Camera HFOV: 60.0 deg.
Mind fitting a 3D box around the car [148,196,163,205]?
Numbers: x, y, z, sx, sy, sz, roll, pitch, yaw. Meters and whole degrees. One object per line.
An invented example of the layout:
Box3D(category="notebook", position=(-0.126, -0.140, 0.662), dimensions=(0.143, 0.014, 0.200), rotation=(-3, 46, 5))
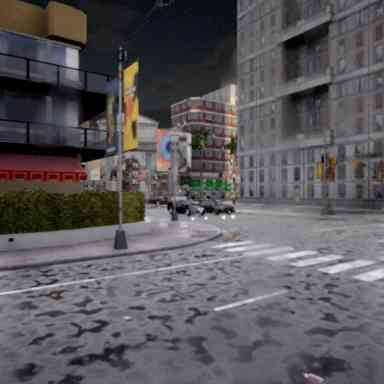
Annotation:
Box3D(category="car", position=(-6.213, 1.493, 59.632), dimensions=(1.837, 1.490, 4.892), rotation=(0, 0, -44))

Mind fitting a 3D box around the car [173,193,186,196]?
Box3D(category="car", position=(-2.500, 1.208, 62.316), dimensions=(2.150, 2.045, 5.566), rotation=(0, 0, -15))

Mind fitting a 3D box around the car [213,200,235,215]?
Box3D(category="car", position=(2.089, 1.539, 34.488), dimensions=(2.033, 1.411, 5.357), rotation=(0, 0, -35))

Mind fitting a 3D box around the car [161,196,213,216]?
Box3D(category="car", position=(-0.595, 1.484, 32.224), dimensions=(2.128, 1.511, 4.902), rotation=(0, 0, -35))
